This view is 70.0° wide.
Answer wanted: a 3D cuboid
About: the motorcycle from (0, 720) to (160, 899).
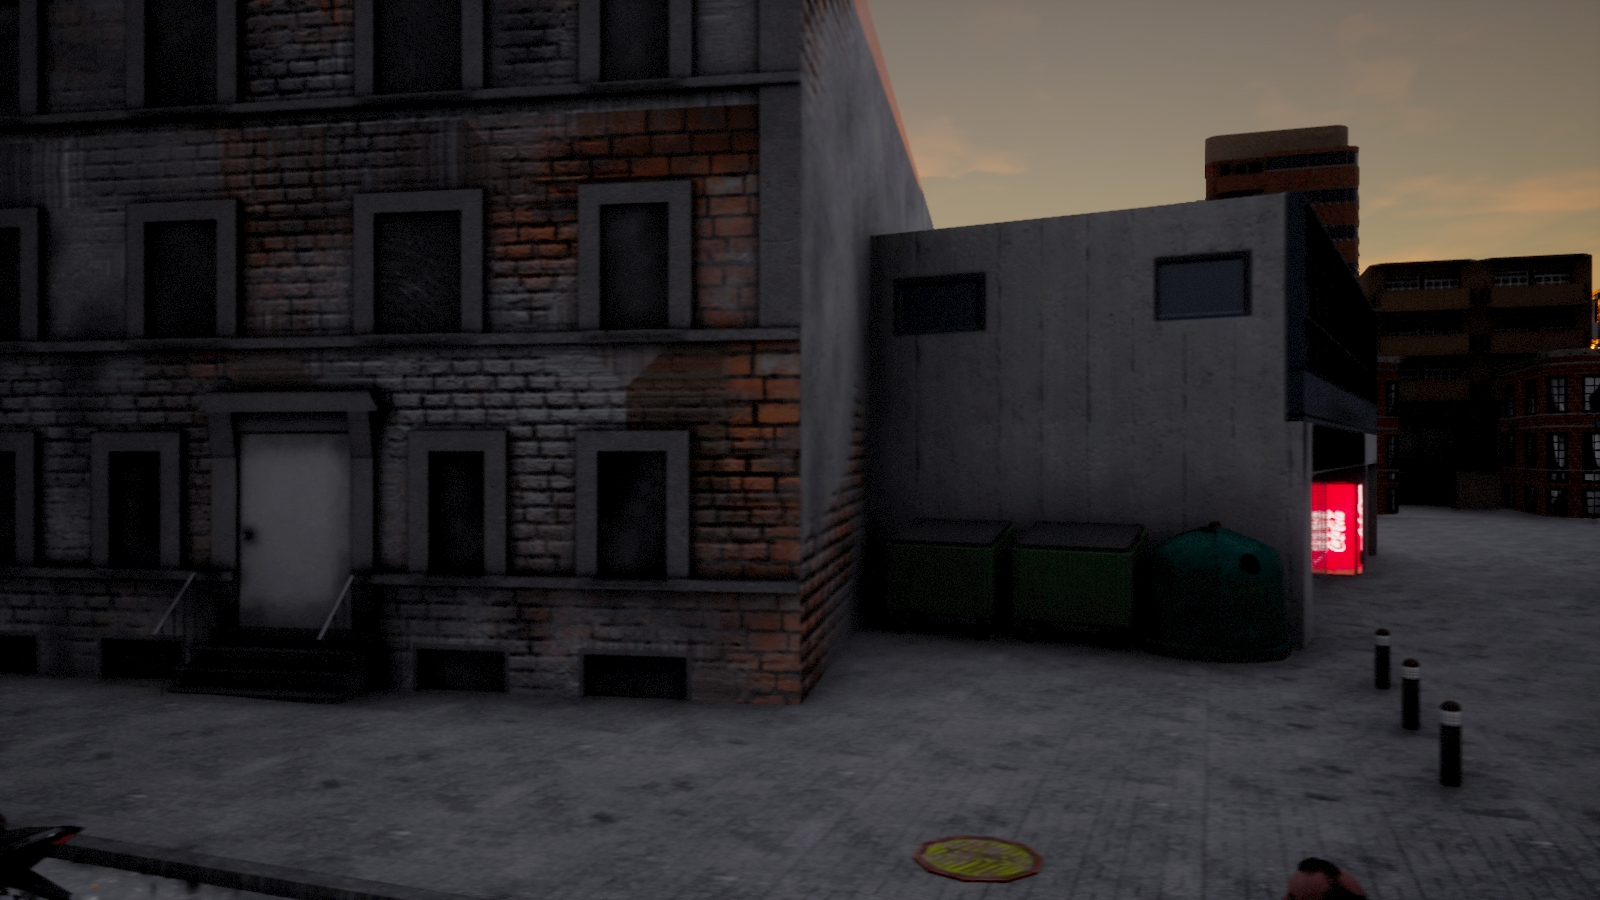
[{"bbox_3d":[-4.203,1.985,5.350,2.209,1.251,0.867,0,0,20],"label":"motorcycle"}]
